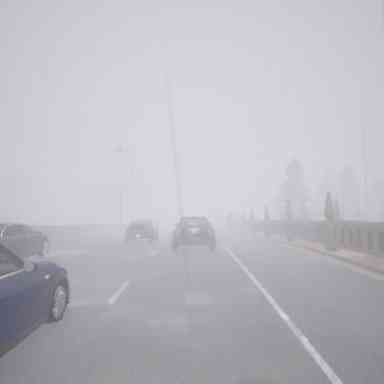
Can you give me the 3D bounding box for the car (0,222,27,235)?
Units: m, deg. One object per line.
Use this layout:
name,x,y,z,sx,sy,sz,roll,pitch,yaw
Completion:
car,-20.997,4.135,38.011,1.812,1.442,4.674,0,-5,0

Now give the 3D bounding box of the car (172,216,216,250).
car,0.101,2.074,17.850,2.097,1.767,4.553,0,-4,0

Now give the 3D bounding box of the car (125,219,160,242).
car,-3.399,2.700,23.275,1.837,1.490,4.892,0,-5,0

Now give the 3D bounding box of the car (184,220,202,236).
car,0.102,3.900,36.467,1.882,1.535,5.008,0,-5,0

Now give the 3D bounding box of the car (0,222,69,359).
car,-3.400,1.412,4.574,2.097,1.767,4.553,0,-1,0

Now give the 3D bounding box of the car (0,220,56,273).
car,-6.900,1.853,12.191,1.837,1.490,4.892,0,-3,0
